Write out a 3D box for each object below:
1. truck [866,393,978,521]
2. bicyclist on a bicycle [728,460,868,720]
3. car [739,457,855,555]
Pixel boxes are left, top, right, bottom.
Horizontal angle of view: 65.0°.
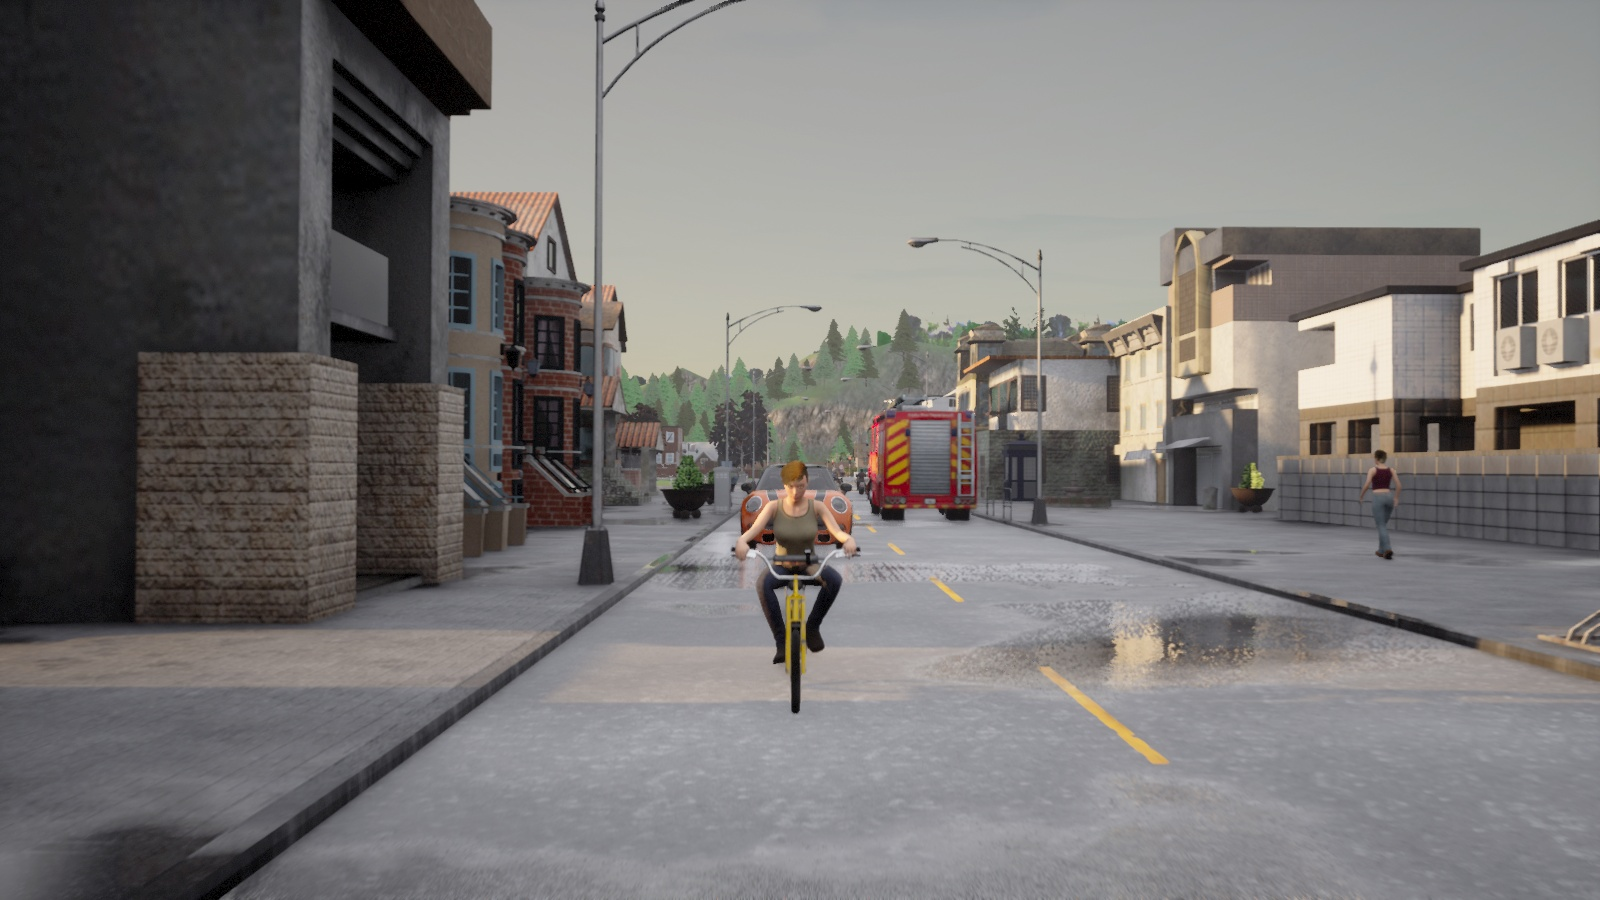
[{"bbox_3d":[3.893,0.272,42.135,2.891,3.827,8.468,0,-1,0],"label":"truck"},{"bbox_3d":[-0.023,0.879,8.582,0.866,1.612,1.509,0,-1,-1],"label":"bicyclist on a bicycle"},{"bbox_3d":[-0.061,1.051,25.051,2.097,1.767,4.553,0,-1,0],"label":"car"}]
